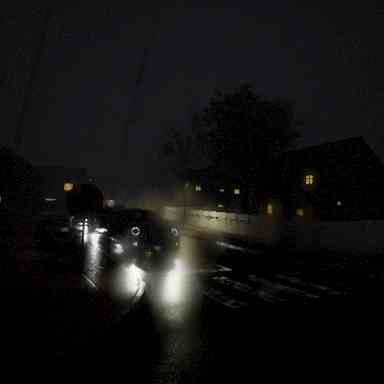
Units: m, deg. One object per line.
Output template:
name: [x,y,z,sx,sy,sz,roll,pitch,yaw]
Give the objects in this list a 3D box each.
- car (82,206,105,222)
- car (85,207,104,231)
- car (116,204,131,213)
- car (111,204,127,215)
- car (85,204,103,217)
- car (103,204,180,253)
car: [-9.444,2.074,31.919,1.895,1.301,4.718,4,-2,-17]
car: [-5.958,1.793,22.492,1.837,1.490,4.892,4,-3,-23]
car: [-12.034,2.826,58.728,1.994,1.385,4.181,3,-2,-5]
car: [-10.646,2.600,48.807,1.994,1.385,4.181,4,-2,-10]
car: [-12.155,2.291,41.464,1.895,1.301,4.718,4,-2,-13]
car: [-2.181,1.522,14.289,2.097,1.767,4.553,4,-3,-26]
